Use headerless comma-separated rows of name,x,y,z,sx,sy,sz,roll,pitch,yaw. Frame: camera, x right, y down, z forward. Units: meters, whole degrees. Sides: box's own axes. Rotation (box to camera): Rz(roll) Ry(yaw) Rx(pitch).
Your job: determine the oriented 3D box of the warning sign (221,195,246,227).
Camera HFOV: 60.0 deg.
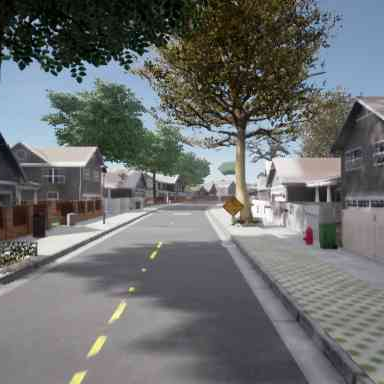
warning sign,2.494,1.139,20.129,1.300,1.860,1.060,-1,-2,0
